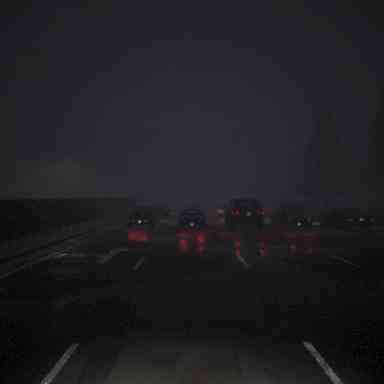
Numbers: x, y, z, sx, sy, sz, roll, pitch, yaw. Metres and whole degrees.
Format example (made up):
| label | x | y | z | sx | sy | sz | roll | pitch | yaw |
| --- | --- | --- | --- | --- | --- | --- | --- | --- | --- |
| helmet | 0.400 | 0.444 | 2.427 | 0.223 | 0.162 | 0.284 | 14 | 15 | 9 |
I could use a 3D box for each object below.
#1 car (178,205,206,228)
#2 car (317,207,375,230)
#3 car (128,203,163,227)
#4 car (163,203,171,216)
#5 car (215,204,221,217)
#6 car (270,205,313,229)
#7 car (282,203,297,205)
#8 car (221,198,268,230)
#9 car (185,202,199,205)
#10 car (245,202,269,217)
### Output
| label | x | y | z | sx | sy | sz | roll | pitch | yaw |
| --- | --- | --- | --- | --- | --- | --- | --- | --- | --- |
| car | -0.001 | 1.840 | 23.811 | 1.895 | 1.301 | 4.718 | 0 | -1 | 0 |
| car | 10.496 | 1.780 | 23.104 | 2.033 | 1.411 | 5.357 | 0 | -1 | 0 |
| car | -3.495 | 1.755 | 24.756 | 1.837 | 1.490 | 4.892 | 0 | 0 | 0 |
| car | -3.468 | 1.932 | 36.664 | 1.994 | 1.385 | 4.181 | 0 | 0 | 1 |
| car | 3.525 | 1.962 | 36.056 | 1.895 | 1.301 | 4.718 | 0 | -1 | 1 |
| car | 6.997 | 1.842 | 23.951 | 1.895 | 1.301 | 4.718 | 0 | -1 | 0 |
| car | 10.525 | 1.886 | 36.021 | 1.812 | 1.442 | 4.674 | 0 | 0 | 1 |
| car | 3.497 | 1.455 | 23.141 | 2.150 | 2.045 | 5.566 | 0 | 0 | 0 |
| car | 0.023 | 1.851 | 35.850 | 2.128 | 1.511 | 4.902 | 0 | 0 | 1 |
| car | 7.028 | 1.889 | 36.304 | 1.812 | 1.442 | 4.674 | 0 | 0 | 1 |
